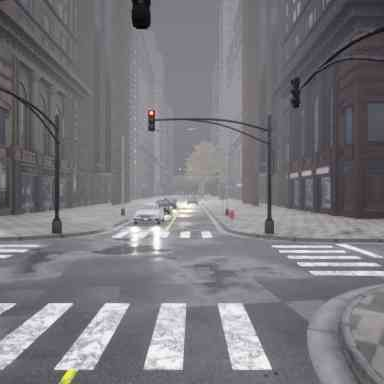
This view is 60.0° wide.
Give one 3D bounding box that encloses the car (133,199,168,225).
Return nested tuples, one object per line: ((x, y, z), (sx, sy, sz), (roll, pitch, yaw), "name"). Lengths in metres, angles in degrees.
((-3.082, 1.526, 24.456), (1.812, 1.442, 4.674), (0, 0, 0), "car")

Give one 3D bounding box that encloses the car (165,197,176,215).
((-3.076, 1.552, 34.866), (2.033, 1.411, 5.357), (0, 0, 0), "car")

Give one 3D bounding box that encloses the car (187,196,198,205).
((0.132, 1.581, 59.372), (2.033, 1.411, 5.357), (0, 0, 0), "car")

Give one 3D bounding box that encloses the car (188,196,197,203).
((0.150, 1.573, 69.722), (1.812, 1.442, 4.674), (0, 0, 0), "car")
